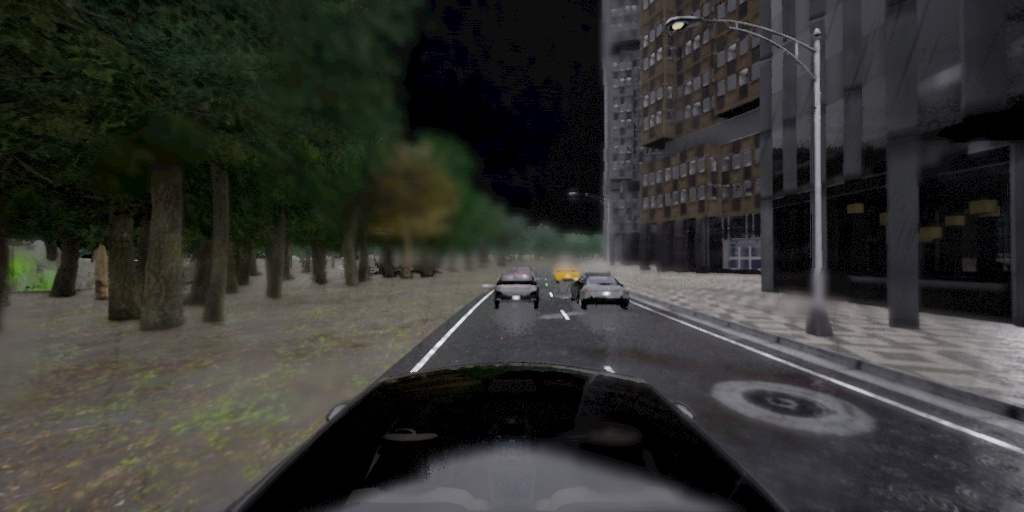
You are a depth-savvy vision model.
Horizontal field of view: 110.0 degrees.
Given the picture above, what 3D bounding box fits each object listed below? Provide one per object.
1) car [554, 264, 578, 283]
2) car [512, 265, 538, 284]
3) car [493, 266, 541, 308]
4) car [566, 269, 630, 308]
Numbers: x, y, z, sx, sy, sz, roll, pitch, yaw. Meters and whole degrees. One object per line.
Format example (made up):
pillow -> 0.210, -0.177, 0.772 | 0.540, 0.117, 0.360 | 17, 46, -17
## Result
car -> 4.676, 1.459, 30.790 | 1.882, 1.535, 5.008 | 0, 0, 5
car -> 1.170, 1.555, 30.882 | 1.994, 1.385, 4.181 | 0, 0, 5
car -> 0.256, 1.383, 16.001 | 2.128, 1.511, 4.902 | 0, 0, 2
car -> 3.755, 1.445, 15.911 | 1.994, 1.385, 4.181 | 0, 0, 3
